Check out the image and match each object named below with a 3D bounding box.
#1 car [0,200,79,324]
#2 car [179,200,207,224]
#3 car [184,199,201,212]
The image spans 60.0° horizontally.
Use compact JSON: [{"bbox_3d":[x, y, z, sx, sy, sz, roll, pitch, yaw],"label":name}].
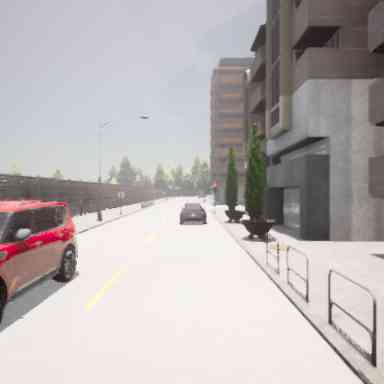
[{"bbox_3d":[-4.105,1.220,6.747,2.150,2.045,5.566,0,0,0],"label":"car"},{"bbox_3d":[0.091,1.552,24.623,1.994,1.385,4.181,0,0,0],"label":"car"},{"bbox_3d":[0.063,1.585,39.535,1.895,1.301,4.718,0,0,0],"label":"car"}]
